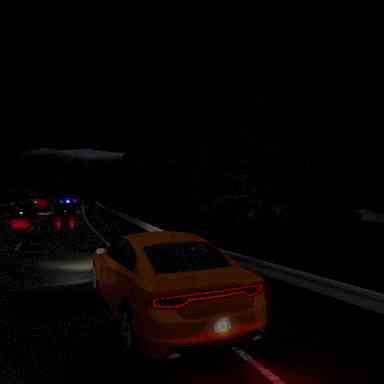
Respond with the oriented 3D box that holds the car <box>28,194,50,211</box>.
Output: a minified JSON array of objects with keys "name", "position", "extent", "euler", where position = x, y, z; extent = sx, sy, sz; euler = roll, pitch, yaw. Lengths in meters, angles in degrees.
[{"name":"car","position":[-18.519,1.221,40.041],"extent":[2.150,2.045,5.566],"euler":[0,0,-19]}]

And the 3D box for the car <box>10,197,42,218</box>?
[{"name":"car","position":[-15.108,1.505,30.147],"extent":[1.837,1.490,4.892],"euler":[0,0,-19]}]

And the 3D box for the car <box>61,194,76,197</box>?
[{"name":"car","position":[-15.353,1.221,41.433],"extent":[2.150,2.045,5.566],"euler":[0,0,-18]}]

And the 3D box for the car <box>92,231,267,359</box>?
[{"name":"car","position":[-0.658,1.478,6.299],"extent":[1.882,1.535,5.008],"euler":[0,0,-25]}]

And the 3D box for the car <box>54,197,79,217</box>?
[{"name":"car","position":[-11.933,1.491,31.535],"extent":[2.128,1.511,4.902],"euler":[0,0,-19]}]
